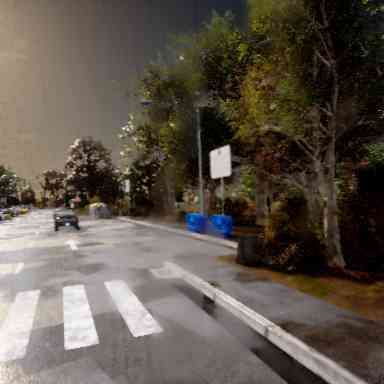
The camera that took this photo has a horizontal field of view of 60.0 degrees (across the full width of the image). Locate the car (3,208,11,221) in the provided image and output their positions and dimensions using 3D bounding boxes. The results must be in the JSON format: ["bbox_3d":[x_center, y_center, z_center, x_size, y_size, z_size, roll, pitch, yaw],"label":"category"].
[{"bbox_3d":[-26.362,2.945,41.435,5.566,2.045,2.435,-2,-1,-42],"label":"car"}]

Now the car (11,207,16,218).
[{"bbox_3d":[-28.517,3.382,47.088,5.366,1.575,1.946,-2,-1,-42],"label":"car"}]

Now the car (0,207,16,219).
[{"bbox_3d":[-32.111,3.563,55.267,4.553,1.767,2.185,-2,-1,-42],"label":"car"}]

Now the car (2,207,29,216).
[{"bbox_3d":[-41.137,4.503,77.573,5.366,1.575,1.946,-2,-1,-43],"label":"car"}]

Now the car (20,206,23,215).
[{"bbox_3d":[-34.345,3.919,60.850,4.792,1.488,2.163,-2,-1,-42],"label":"car"}]

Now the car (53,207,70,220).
[{"bbox_3d":[-18.707,3.025,47.472,2.128,1.511,4.902,-2,-1,-23],"label":"car"}]

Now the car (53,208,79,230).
[{"bbox_3d":[-10.890,2.401,28.818,1.837,1.490,4.892,-2,-1,-23],"label":"car"}]

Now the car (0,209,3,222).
[{"bbox_3d":[-25.207,3.131,38.658,4.792,1.488,2.163,-2,-1,-42],"label":"car"}]

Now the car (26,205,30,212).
[{"bbox_3d":[-39.981,4.399,74.805,5.366,1.575,1.946,-2,-1,-43],"label":"car"}]

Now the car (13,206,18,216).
[{"bbox_3d":[-29.803,3.238,49.764,5.566,2.045,2.435,-3,-1,-43],"label":"car"}]

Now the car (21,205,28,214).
[{"bbox_3d":[-38.970,4.304,71.907,4.892,1.521,2.231,-2,-2,-43],"label":"car"}]

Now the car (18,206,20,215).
[{"bbox_3d":[-33.255,3.664,58.040,4.553,1.767,2.185,-2,-1,-42],"label":"car"}]
